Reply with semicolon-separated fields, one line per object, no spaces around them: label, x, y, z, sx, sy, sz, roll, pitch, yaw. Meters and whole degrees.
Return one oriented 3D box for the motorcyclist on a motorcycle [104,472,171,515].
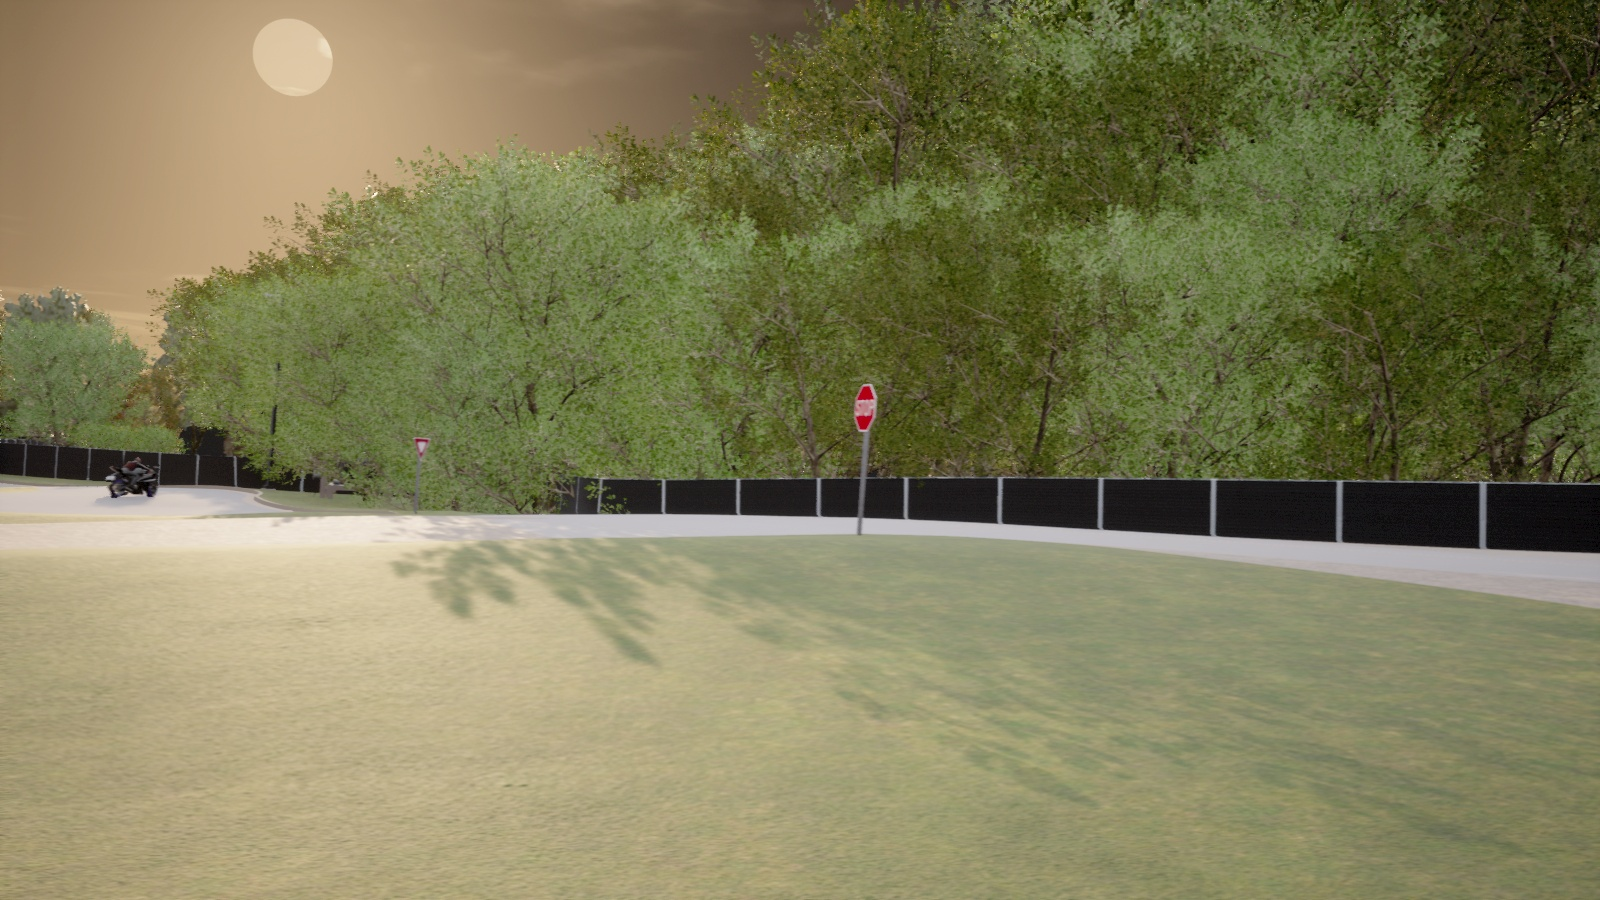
motorcyclist on a motorcycle;-24.469;1.592;46.447;0.866;1.530;2.191;0;-1;18
